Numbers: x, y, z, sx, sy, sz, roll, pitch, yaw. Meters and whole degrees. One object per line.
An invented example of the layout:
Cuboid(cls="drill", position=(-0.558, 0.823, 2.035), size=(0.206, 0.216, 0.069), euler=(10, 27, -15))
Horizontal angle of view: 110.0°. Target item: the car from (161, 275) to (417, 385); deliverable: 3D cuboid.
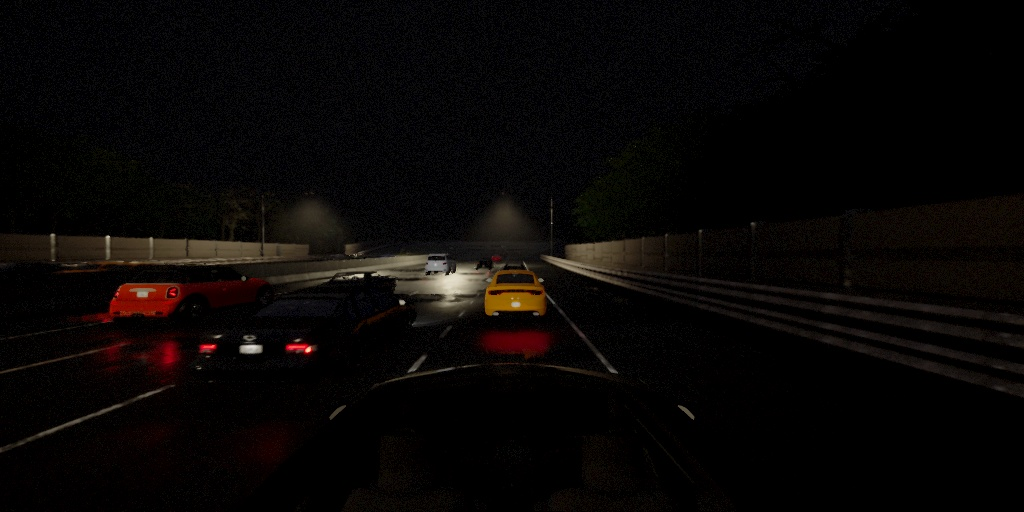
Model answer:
Cuboid(cls="car", position=(-3.495, 1.297, 7.318), size=(2.033, 1.411, 5.357), euler=(0, 0, 0))

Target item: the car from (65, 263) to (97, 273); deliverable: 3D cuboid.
Cuboid(cls="car", position=(-24.544, 1.176, 23.086), size=(1.882, 1.535, 5.008), euler=(0, 0, 0))

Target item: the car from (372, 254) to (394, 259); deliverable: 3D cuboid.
Cuboid(cls="car", position=(-20.683, 0.552, 59.186), size=(1.882, 1.535, 5.008), euler=(0, 1, 1))

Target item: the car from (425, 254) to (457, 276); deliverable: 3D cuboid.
Cuboid(cls="car", position=(-6.780, 0.783, 34.589), size=(2.150, 2.045, 5.566), euler=(0, 1, 0))

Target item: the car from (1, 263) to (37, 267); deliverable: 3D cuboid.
Cuboid(cls="car", position=(-31.543, 1.175, 23.161), size=(1.882, 1.535, 5.008), euler=(0, 0, 0))

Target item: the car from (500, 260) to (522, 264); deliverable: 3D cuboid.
Cuboid(cls="car", position=(0.196, 1.215, 31.011), size=(1.895, 1.301, 4.718), euler=(0, 1, 0))

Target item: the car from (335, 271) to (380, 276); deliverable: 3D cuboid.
Cuboid(cls="car", position=(-6.873, 1.340, 16.395), size=(1.895, 1.301, 4.718), euler=(0, 0, 0))

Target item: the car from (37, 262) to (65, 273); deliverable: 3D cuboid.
Cuboid(cls="car", position=(-28.036, 1.164, 24.485), size=(1.882, 1.535, 5.008), euler=(0, 1, 0))

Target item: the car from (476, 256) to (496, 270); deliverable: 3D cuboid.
Cuboid(cls="car", position=(-3.303, 0.904, 44.323), size=(1.812, 1.442, 4.674), euler=(0, 1, 1))

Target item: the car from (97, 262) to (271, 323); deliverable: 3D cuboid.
Cuboid(cls="car", position=(-10.384, 1.099, 12.207), size=(2.097, 1.767, 4.553), euler=(0, 0, 0))

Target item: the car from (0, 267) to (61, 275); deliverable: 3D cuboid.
Cuboid(cls="car", position=(-21.080, 1.309, 13.779), size=(1.994, 1.385, 4.181), euler=(0, 0, 0))

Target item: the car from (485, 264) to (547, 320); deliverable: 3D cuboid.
Cuboid(cls="car", position=(0.117, 1.226, 12.680), size=(1.882, 1.535, 5.008), euler=(0, 0, 0))
